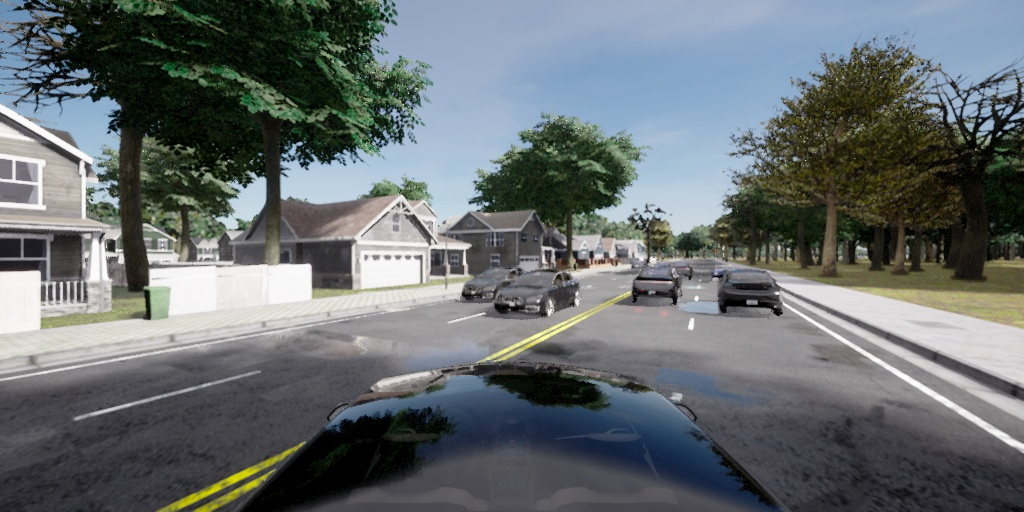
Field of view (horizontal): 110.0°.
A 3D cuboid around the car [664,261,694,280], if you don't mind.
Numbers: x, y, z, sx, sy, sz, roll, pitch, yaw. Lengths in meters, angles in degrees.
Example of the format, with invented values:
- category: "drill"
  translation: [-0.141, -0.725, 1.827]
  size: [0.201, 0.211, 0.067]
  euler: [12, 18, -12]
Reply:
- category: "car"
  translation: [15.172, 1.287, 32.178]
  size: [2.128, 1.511, 4.902]
  euler: [0, 0, 28]

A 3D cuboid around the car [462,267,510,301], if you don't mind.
- category: "car"
  translation: [-0.485, 1.294, 17.206]
  size: [1.837, 1.490, 4.892]
  euler: [0, 0, 28]

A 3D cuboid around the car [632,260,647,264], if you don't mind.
- category: "car"
  translation: [18.931, 1.325, 53.270]
  size: [2.128, 1.511, 4.902]
  euler: [0, 0, 29]

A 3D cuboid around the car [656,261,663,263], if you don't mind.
- category: "car"
  translation: [21.164, 1.373, 50.566]
  size: [2.033, 1.411, 5.357]
  euler: [0, 0, 29]

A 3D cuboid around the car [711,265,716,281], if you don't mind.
- category: "car"
  translation: [17.434, 1.388, 29.522]
  size: [1.895, 1.301, 4.718]
  euler: [0, 0, 28]

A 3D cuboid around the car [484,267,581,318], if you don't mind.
- category: "car"
  translation: [1.148, 1.282, 13.382]
  size: [1.837, 1.490, 4.892]
  euler: [0, 0, 28]

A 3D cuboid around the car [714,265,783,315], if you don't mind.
- category: "car"
  translation: [9.032, 1.270, 13.891]
  size: [1.837, 1.490, 4.892]
  euler: [0, 0, 28]

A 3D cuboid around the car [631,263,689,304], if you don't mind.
- category: "car"
  translation: [6.810, 1.268, 16.626]
  size: [2.128, 1.511, 4.902]
  euler: [0, 0, 28]
